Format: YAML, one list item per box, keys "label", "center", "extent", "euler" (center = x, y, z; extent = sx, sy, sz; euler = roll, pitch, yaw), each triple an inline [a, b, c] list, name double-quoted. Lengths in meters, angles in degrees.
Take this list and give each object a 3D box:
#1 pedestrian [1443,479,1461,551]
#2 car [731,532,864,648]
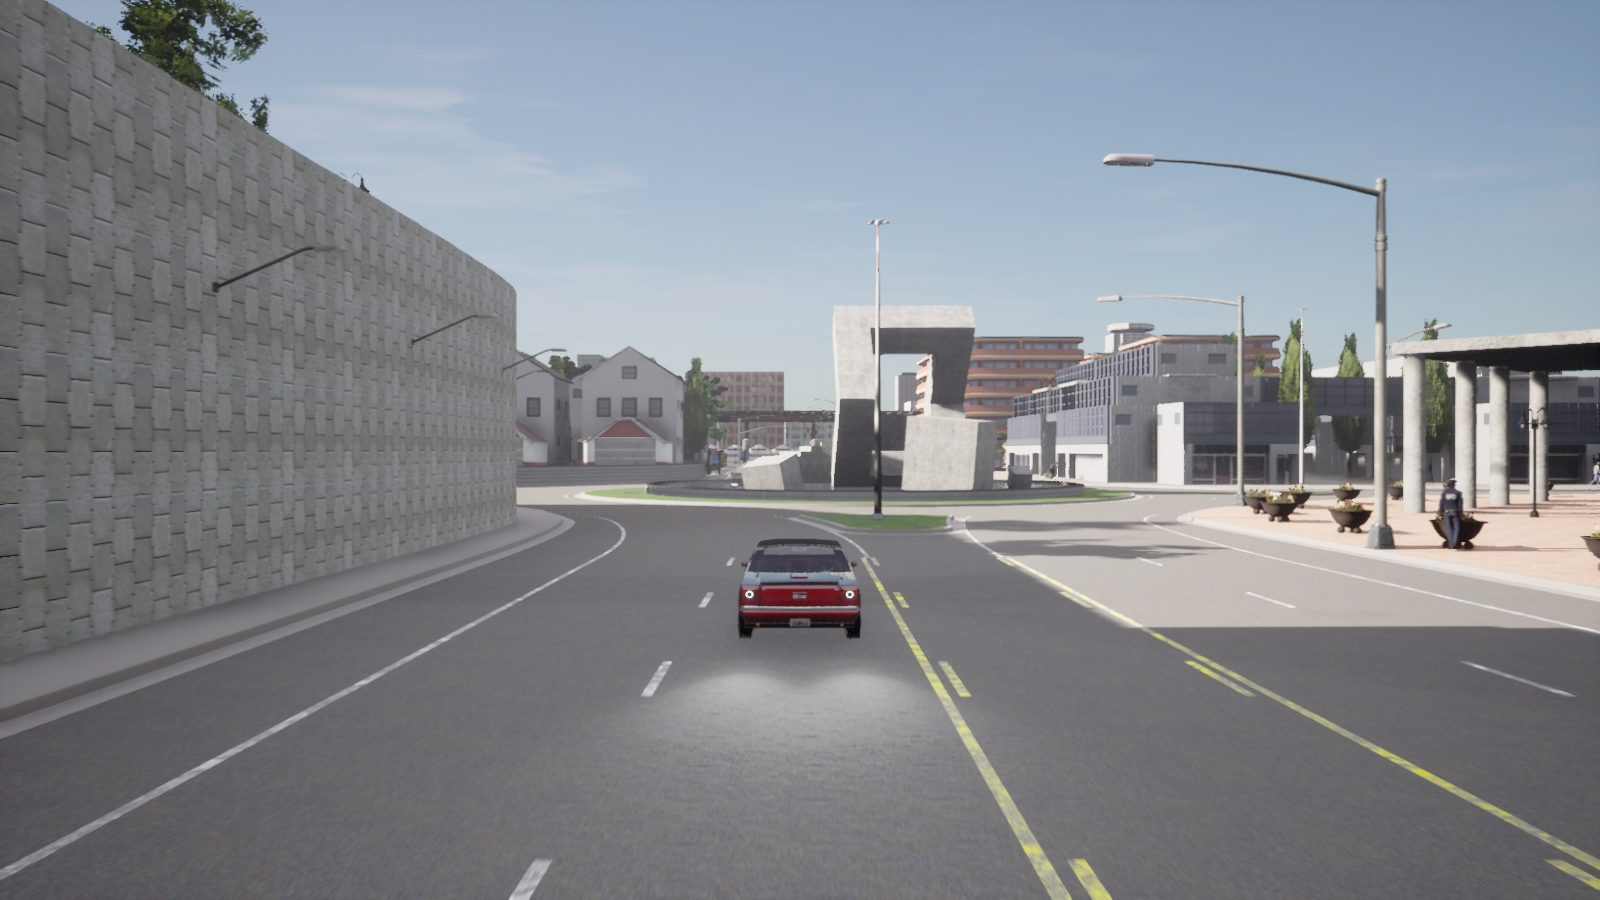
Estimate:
- label: "pedestrian"
  center: [17.115, 1.694, 29.981]
  extent: [0.375, 1.860, 0.375]
  euler: [0, 0, 35]
- label: "car"
  center: [-0.044, 2.155, 18.579]
  extent: [1.895, 1.301, 4.718]
  euler: [0, 0, 0]
